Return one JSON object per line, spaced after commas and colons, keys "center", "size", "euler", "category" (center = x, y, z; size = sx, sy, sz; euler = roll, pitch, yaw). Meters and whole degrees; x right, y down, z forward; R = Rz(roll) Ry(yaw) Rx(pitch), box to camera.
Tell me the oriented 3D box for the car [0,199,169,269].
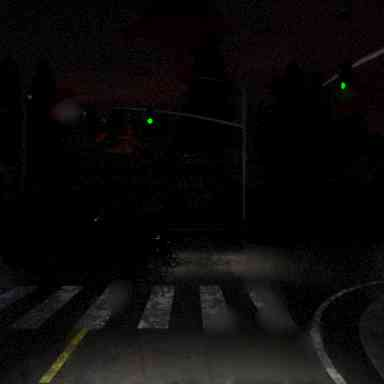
{"center": [-3.530, 1.265, 10.707], "size": [5.566, 2.045, 2.150], "euler": [0, 0, 0], "category": "car"}
